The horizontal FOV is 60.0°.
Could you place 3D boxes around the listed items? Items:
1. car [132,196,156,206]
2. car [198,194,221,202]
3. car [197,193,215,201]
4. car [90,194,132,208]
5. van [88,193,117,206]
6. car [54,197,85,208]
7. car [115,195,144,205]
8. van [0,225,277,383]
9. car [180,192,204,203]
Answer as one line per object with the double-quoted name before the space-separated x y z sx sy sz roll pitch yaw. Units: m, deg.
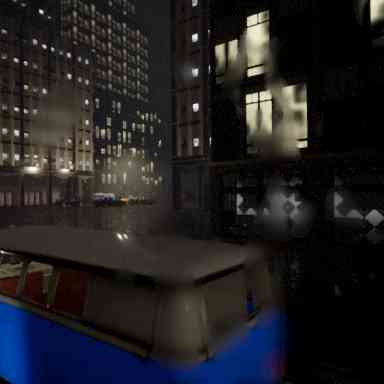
"car" -6.776 1.227 45.606 2.008 1.369 4.403 0 0 36
"car" 3.218 1.098 59.252 2.008 1.369 4.403 0 0 36
"car" 3.104 1.012 73.278 1.967 1.590 4.097 0 0 36
"car" -10.107 1.264 41.058 1.887 1.381 4.507 0 0 36
"van" -13.560 1.132 50.525 1.690 1.788 3.998 0 0 36
"car" -16.891 1.399 45.976 1.947 1.339 4.313 0 0 36
"car" -10.327 1.274 54.939 1.752 1.417 4.829 0 0 36
"van" -1.083 1.342 3.663 3.998 1.788 1.690 0 -1 36
"car" -0.115 0.906 54.703 2.192 1.841 5.009 0 0 36
